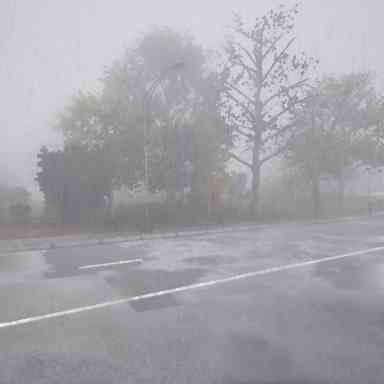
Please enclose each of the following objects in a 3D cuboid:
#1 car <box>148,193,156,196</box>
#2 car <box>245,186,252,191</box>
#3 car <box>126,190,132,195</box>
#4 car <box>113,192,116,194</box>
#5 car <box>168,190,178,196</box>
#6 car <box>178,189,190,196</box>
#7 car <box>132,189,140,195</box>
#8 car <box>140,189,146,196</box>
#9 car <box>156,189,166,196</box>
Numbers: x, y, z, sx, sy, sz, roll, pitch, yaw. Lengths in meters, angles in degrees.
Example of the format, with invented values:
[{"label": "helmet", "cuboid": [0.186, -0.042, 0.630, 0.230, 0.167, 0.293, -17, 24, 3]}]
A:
[{"label": "car", "cuboid": [-7.983, 0.222, 81.326, 2.231, 1.521, 4.892, -1, 2, 18]}, {"label": "car", "cuboid": [10.984, -0.169, 66.944, 2.435, 2.045, 5.566, -1, 2, 16]}, {"label": "car", "cuboid": [-15.025, 0.128, 86.685, 1.946, 1.575, 5.366, 0, 3, 19]}, {"label": "car", "cuboid": [-19.601, 0.050, 90.590, 2.097, 1.535, 5.008, -1, 3, 19]}, {"label": "car", "cuboid": [-3.278, 0.276, 77.658, 2.163, 1.488, 4.792, -1, 2, 17]}, {"label": "car", "cuboid": [-0.907, 0.114, 75.902, 2.185, 1.767, 4.553, -1, 2, 17]}, {"label": "car", "cuboid": [-12.661, 0.034, 84.979, 2.185, 1.767, 4.553, -1, 2, 18]}, {"label": "car", "cuboid": [-10.311, 0.192, 83.170, 2.097, 1.535, 5.008, 0, 3, 18]}, {"label": "car", "cuboid": [-5.639, -0.012, 79.465, 2.435, 2.045, 5.566, 0, 2, 18]}]
